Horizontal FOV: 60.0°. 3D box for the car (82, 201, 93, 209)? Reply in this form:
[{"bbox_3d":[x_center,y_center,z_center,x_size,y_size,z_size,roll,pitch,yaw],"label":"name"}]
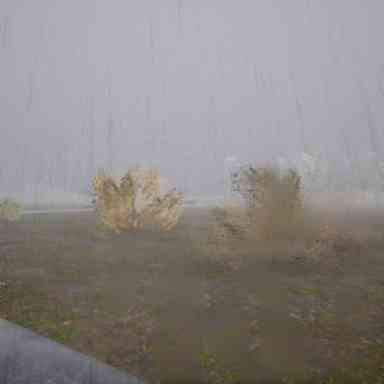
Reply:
[{"bbox_3d":[-16.591,2.152,57.440,1.837,1.490,4.892,-2,-1,36],"label":"car"}]

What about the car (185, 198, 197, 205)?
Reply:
[{"bbox_3d":[-0.910,2.120,73.116,1.882,1.535,5.008,-1,-1,36],"label":"car"}]
